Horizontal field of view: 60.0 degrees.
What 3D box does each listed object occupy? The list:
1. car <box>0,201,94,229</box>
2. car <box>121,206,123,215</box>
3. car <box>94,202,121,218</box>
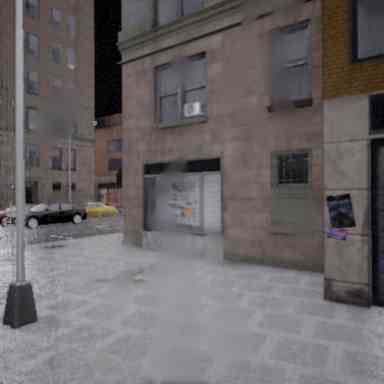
[{"bbox_3d":[-9.177,1.412,21.414,1.882,1.535,5.008,-1,0,35],"label":"car"},{"bbox_3d":[-5.117,1.433,31.666,1.802,1.307,4.206,0,1,36],"label":"car"},{"bbox_3d":[-8.446,1.431,27.084,1.752,1.417,4.829,0,1,36],"label":"car"}]
